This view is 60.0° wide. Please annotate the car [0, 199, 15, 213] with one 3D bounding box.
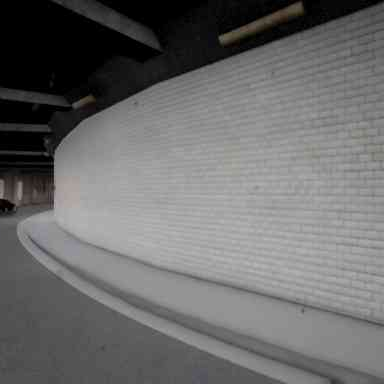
[{"bbox_3d":[-20.954,1.499,36.559,1.882,1.535,5.008,0,0,-14],"label":"car"}]
